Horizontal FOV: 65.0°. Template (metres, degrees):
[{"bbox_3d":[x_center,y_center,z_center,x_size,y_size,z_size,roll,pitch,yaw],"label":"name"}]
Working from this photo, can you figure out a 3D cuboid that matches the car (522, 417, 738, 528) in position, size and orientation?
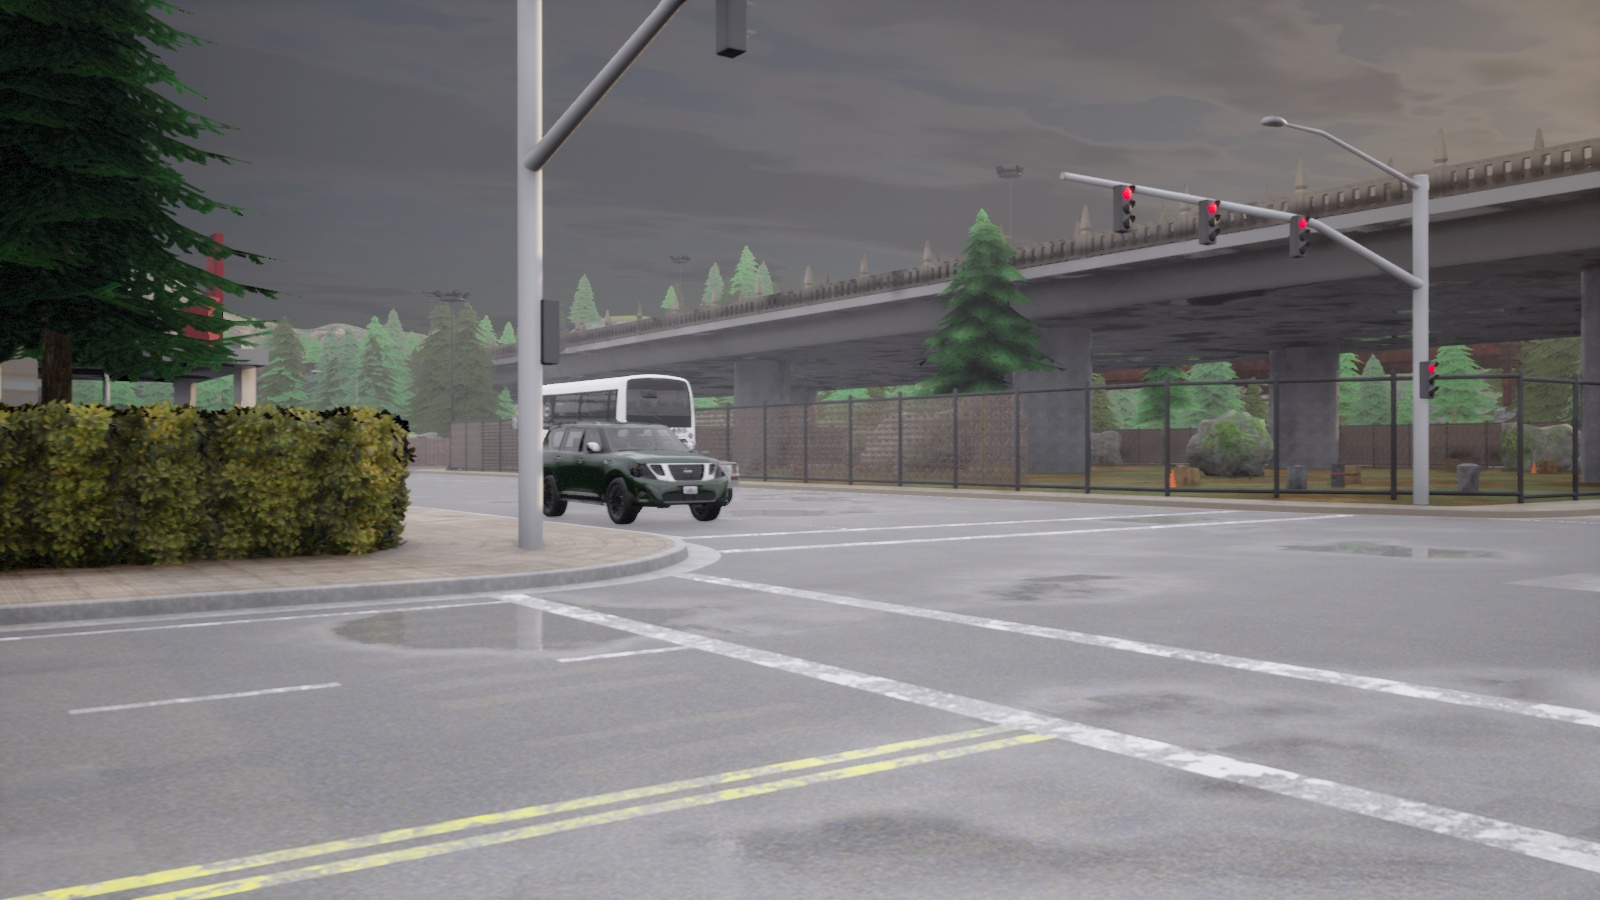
[{"bbox_3d":[-3.679,0.420,26.126,2.150,2.045,5.566,0,0,-35],"label":"car"}]

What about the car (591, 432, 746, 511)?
[{"bbox_3d":[-3.413,0.514,31.888,1.932,1.855,4.605,0,0,-35],"label":"car"}]

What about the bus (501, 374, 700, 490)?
[{"bbox_3d":[-8.395,-0.657,51.353,3.944,4.253,10.273,0,0,-35],"label":"bus"}]
